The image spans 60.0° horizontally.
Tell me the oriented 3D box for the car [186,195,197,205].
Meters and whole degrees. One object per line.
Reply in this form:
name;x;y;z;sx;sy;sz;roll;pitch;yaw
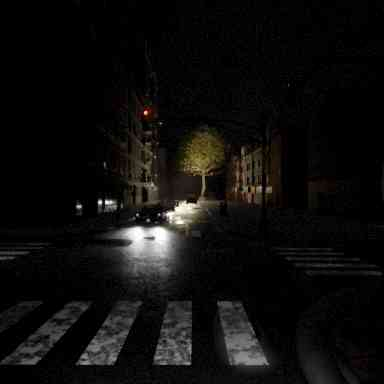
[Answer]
car;-0.046;1.454;59.375;1.882;1.535;5.008;0;0;0

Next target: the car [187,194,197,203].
car;-0.070;1.330;69.350;2.097;1.767;4.553;0;0;0

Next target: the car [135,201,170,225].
car;-2.912;1.588;24.246;1.895;1.301;4.718;0;0;0

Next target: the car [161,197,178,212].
car;-2.928;1.544;37.613;1.994;1.385;4.181;0;0;0
